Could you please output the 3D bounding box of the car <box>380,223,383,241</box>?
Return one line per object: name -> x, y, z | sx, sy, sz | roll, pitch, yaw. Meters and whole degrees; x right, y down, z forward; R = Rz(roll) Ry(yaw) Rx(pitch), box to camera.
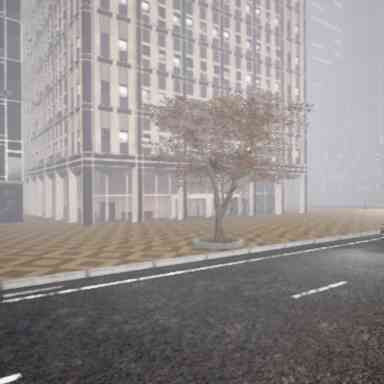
car -> 10.431, 1.501, 15.098 | 4.902, 1.511, 2.128 | 0, 0, -35
